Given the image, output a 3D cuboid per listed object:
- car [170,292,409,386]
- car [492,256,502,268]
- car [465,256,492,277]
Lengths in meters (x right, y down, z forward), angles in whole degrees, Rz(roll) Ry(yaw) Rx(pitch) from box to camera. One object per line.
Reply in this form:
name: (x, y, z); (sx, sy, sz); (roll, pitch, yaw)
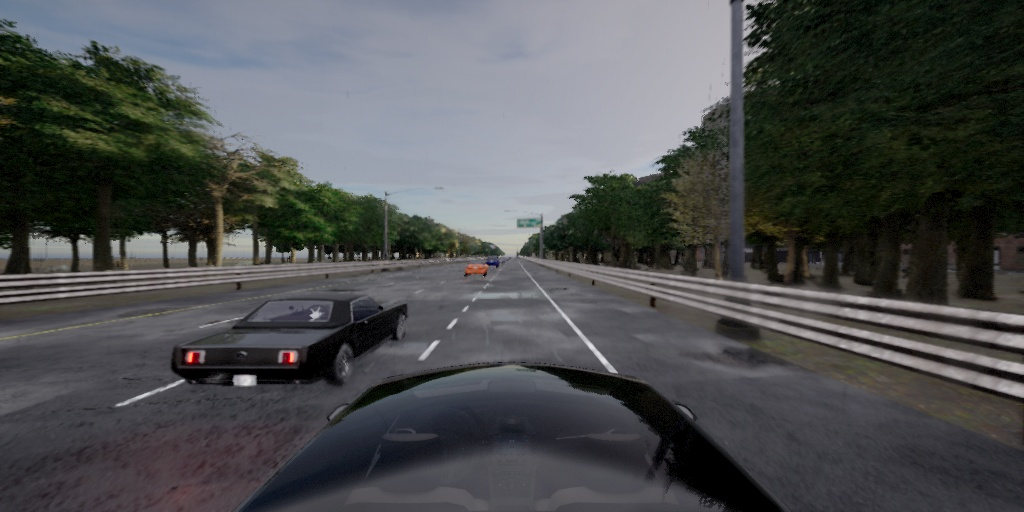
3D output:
car: (-3.502, 1.352, 6.937); (1.895, 1.301, 4.718); (0, 0, 0)
car: (-3.329, 0.991, 62.208); (2.150, 2.045, 5.566); (0, 0, 0)
car: (-3.450, 1.115, 36.022); (2.097, 1.767, 4.553); (0, 0, 0)
